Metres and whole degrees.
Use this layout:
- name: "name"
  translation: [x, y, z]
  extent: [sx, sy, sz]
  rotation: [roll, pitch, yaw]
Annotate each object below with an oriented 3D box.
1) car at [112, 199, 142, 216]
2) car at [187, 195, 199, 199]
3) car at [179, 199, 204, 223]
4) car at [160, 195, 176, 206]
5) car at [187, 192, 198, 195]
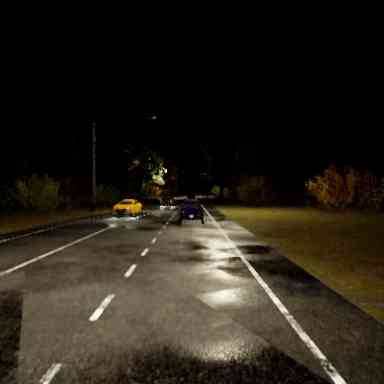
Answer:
- name: "car"
  translation: [-6.323, 1.504, 32.926]
  extent: [1.882, 1.535, 5.008]
  rotation: [0, 0, 6]
- name: "car"
  translation: [-0.078, 1.552, 47.364]
  extent: [2.033, 1.411, 5.357]
  rotation: [0, 0, 0]
- name: "car"
  translation: [-0.041, 1.541, 25.733]
  extent: [1.812, 1.442, 4.674]
  rotation: [0, 0, 0]
- name: "car"
  translation: [-3.937, 1.357, 54.384]
  extent: [2.097, 1.767, 4.553]
  rotation: [0, 0, 4]
- name: "car"
  translation: [-0.164, 1.154, 95.343]
  extent: [2.150, 2.045, 5.566]
  rotation: [0, 0, 0]
